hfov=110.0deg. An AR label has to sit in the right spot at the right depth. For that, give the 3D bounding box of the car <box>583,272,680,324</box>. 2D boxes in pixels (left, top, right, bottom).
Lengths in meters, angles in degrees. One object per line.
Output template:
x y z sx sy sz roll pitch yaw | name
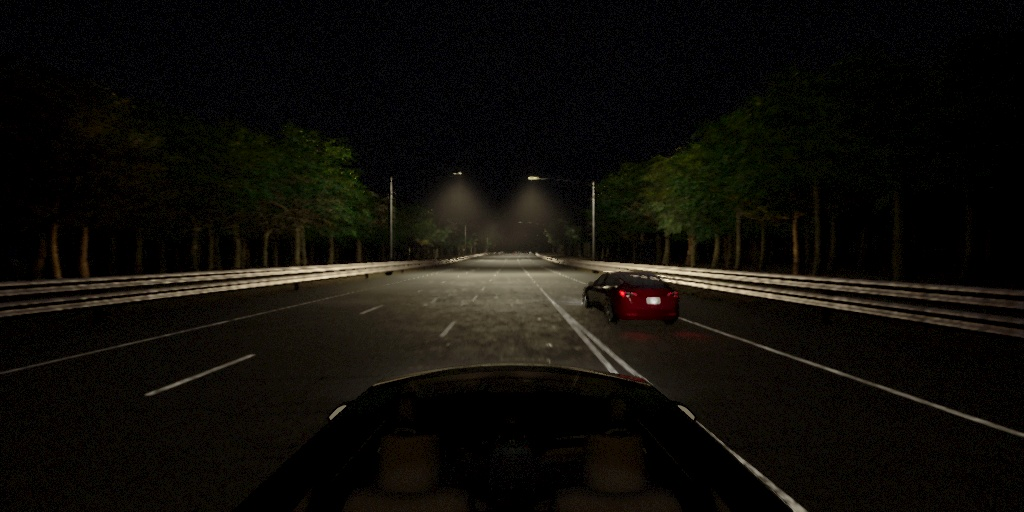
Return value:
3.773 1.253 12.053 2.163 1.488 4.792 0 0 -2 | car
